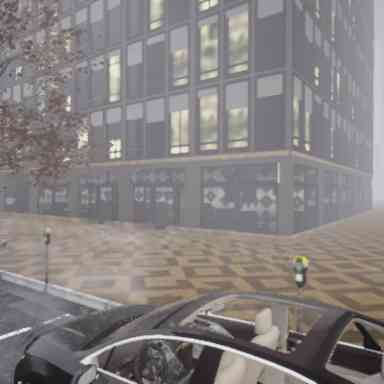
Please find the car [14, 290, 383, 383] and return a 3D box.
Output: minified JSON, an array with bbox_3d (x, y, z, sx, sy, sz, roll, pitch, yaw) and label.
[{"bbox_3d":[0.273,1.549,2.675,4.403,1.369,2.008,0,0,35],"label":"car"}]
